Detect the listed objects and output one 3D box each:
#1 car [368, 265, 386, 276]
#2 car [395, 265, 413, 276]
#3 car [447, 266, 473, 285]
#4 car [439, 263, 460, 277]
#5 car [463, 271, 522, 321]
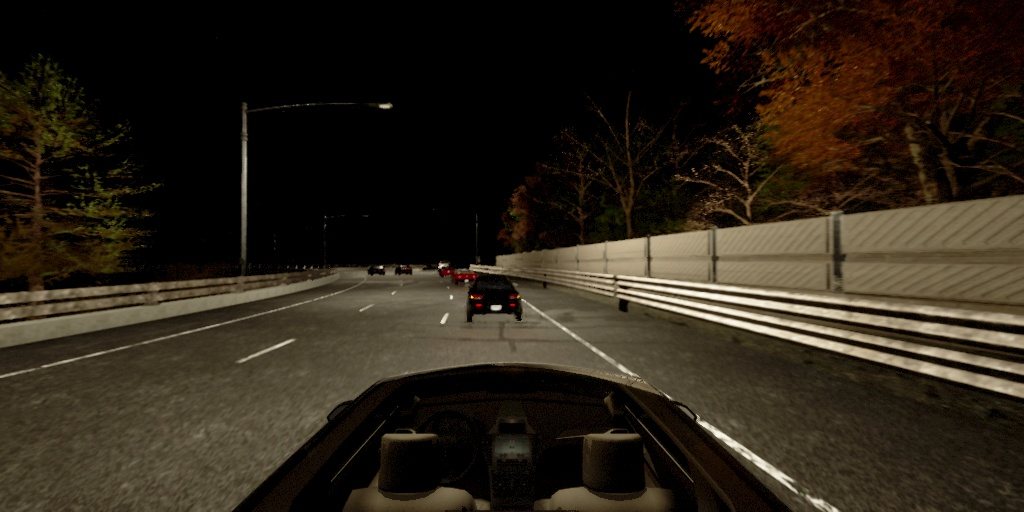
[{"bbox_3d":[-18.947,2.022,50.140,2.033,1.411,5.357,0,-1,-29],"label":"car"},{"bbox_3d":[-15.249,1.955,50.422,2.128,1.511,4.902,0,-1,-27],"label":"car"},{"bbox_3d":[-4.254,1.763,31.303,1.895,1.301,4.718,0,-1,-15],"label":"car"},{"bbox_3d":[-8.267,1.940,46.107,1.994,1.385,4.181,0,-1,-14],"label":"car"},{"bbox_3d":[-0.740,1.431,13.159,1.812,1.442,4.674,0,-1,-6],"label":"car"}]
